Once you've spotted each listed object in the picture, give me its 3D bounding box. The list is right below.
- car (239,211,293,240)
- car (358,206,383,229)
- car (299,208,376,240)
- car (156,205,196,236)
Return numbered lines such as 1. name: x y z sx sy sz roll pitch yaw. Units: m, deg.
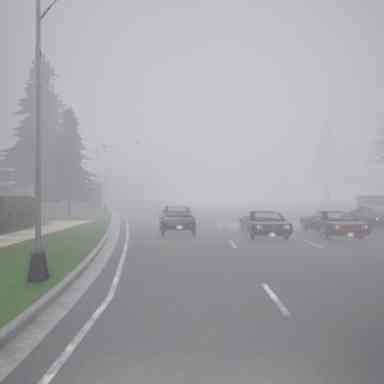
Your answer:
1. car: 3.607 1.604 17.115 1.895 1.301 4.718 0 0 0
2. car: 10.595 1.530 19.712 1.812 1.442 4.674 0 0 0
3. car: 7.108 1.605 17.114 1.895 1.301 4.718 0 0 0
4. car: -0.922 1.495 18.620 2.128 1.511 4.902 0 0 -8
